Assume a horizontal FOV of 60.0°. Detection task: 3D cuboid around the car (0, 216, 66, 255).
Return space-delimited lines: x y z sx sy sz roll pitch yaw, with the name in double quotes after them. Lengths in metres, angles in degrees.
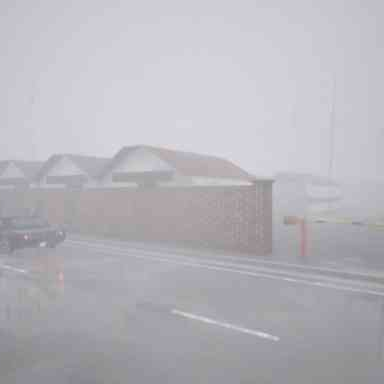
-7.215 1.603 13.394 4.718 1.301 1.895 0 0 36 "car"
